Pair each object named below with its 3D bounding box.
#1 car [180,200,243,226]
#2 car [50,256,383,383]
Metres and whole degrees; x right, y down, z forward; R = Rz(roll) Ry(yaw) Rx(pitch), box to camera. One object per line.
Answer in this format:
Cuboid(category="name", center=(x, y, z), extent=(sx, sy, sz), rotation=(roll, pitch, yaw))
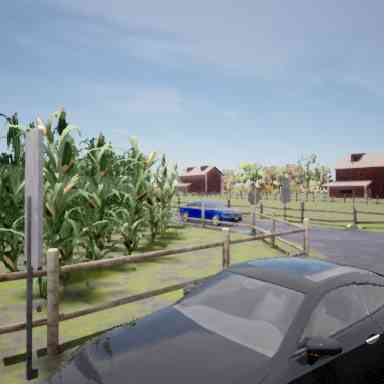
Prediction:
Cuboid(category="car", center=(1.180, 1.302, 21.923), extent=(1.882, 1.535, 5.008), rotation=(1, 0, -37))
Cuboid(category="car", center=(0.940, 1.528, 3.615), extent=(4.674, 1.442, 1.812), rotation=(0, 0, -35))
